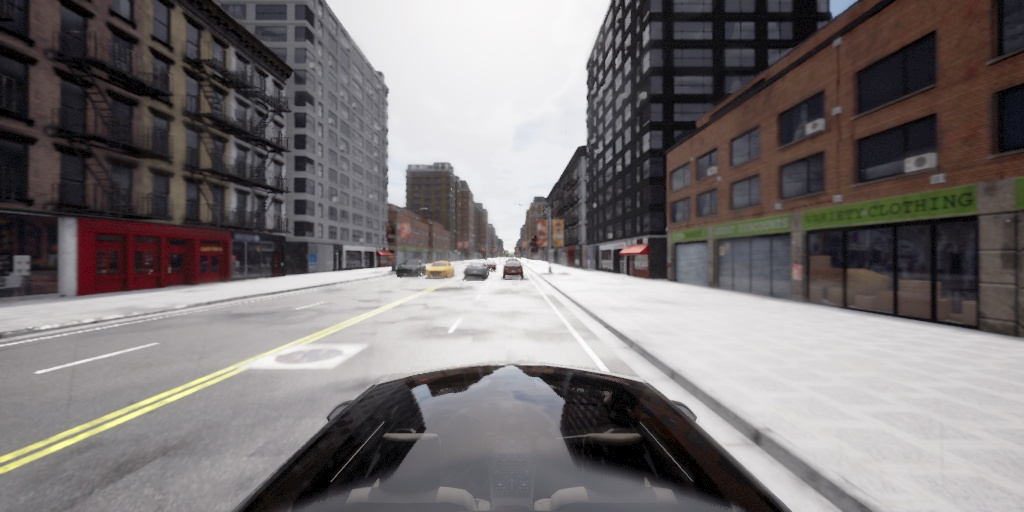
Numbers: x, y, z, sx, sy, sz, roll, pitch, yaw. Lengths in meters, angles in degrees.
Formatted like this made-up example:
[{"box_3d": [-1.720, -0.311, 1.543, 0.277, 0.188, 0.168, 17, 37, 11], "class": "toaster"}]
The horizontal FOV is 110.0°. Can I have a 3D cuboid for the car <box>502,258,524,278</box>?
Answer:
[{"box_3d": [0.106, 1.230, 34.545, 1.882, 1.535, 5.008, 0, 0, 0], "class": "car"}]

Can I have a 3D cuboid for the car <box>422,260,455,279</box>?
[{"box_3d": [-6.571, 1.230, 33.276, 1.882, 1.535, 5.008, 0, 0, 0], "class": "car"}]

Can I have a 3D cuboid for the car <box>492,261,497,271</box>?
[{"box_3d": [-3.143, 1.356, 50.451, 1.895, 1.301, 4.718, 0, 0, 0], "class": "car"}]

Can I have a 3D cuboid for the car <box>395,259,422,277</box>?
[{"box_3d": [-9.811, 1.104, 35.246, 2.097, 1.767, 4.553, 0, 0, 0], "class": "car"}]

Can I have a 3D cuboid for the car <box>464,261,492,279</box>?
[{"box_3d": [-3.146, 1.317, 32.504, 1.994, 1.385, 4.181, 0, 0, 0], "class": "car"}]
